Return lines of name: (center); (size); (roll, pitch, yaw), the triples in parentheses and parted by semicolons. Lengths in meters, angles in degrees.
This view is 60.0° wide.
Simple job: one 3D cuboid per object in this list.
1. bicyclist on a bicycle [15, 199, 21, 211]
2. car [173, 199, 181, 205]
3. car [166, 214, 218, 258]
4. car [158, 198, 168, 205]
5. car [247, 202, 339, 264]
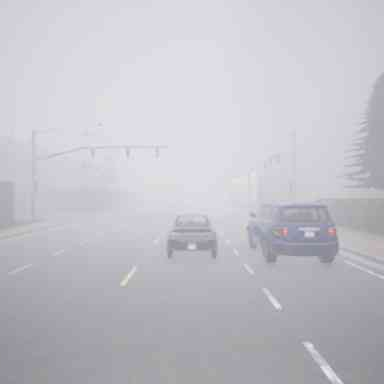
bicyclist on a bicycle: (-25.320, 1.894, 48.517); (0.582, 1.620, 1.656); (0, 0, 0)
car: (-3.535, 2.433, 80.631); (2.033, 1.411, 5.357); (0, -1, 0)
car: (0.015, 1.644, 13.486); (2.128, 1.511, 4.902); (0, 0, 0)
car: (-7.035, 2.248, 80.661); (2.097, 1.767, 4.553); (0, -1, 0)
car: (3.506, 1.365, 12.554); (2.150, 2.045, 5.566); (0, 0, 0)
